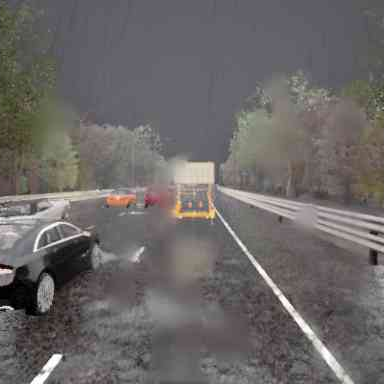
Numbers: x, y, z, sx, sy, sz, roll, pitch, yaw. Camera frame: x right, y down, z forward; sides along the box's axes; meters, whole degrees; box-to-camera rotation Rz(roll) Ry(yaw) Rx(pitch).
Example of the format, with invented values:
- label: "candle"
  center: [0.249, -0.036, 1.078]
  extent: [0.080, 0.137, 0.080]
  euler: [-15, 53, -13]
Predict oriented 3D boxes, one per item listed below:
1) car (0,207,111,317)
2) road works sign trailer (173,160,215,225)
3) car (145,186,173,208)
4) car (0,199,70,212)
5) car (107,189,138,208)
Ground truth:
- label: "car"
  center: [-3.369, 1.304, 7.022]
  extent: [2.128, 1.511, 4.902]
  euler: [0, 1, 0]
- label: "road works sign trailer"
  center: [0.134, -0.037, 19.332]
  extent: [2.380, 3.560, 2.880]
  euler: [0, 2, 2]
- label: "car"
  center: [-3.070, 0.402, 31.361]
  extent: [2.150, 2.045, 5.566]
  euler: [0, 2, 1]
- label: "car"
  center: [-6.834, 0.979, 14.047]
  extent: [1.895, 1.301, 4.718]
  euler: [-4, 8, 1]
- label: "car"
  center: [-6.553, 0.521, 31.673]
  extent: [2.097, 1.767, 4.553]
  euler: [0, 2, 1]
